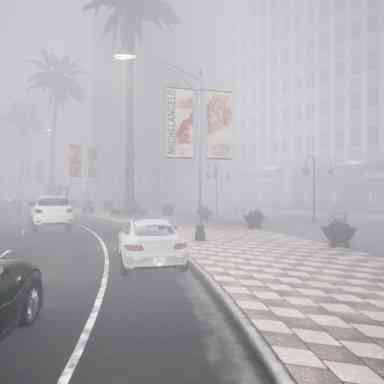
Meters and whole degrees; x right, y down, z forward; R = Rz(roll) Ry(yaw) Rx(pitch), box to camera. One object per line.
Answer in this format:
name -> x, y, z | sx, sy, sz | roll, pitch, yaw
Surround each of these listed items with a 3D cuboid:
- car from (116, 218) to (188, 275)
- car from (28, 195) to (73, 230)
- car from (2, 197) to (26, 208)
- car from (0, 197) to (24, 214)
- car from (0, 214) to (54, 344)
car -> -1.355, 1.525, 10.430 | 1.812, 1.442, 4.674 | 0, 0, -14
car -> -8.869, 1.216, 20.760 | 2.150, 2.045, 5.566 | 0, 0, -28
car -> -25.899, 1.461, 48.418 | 2.231, 1.521, 4.892 | 0, 0, -39
car -> -19.628, 1.476, 35.689 | 2.128, 1.511, 4.902 | 0, 0, -38
car -> -3.547, 1.350, 4.037 | 2.097, 1.767, 4.553 | 0, 0, -5
